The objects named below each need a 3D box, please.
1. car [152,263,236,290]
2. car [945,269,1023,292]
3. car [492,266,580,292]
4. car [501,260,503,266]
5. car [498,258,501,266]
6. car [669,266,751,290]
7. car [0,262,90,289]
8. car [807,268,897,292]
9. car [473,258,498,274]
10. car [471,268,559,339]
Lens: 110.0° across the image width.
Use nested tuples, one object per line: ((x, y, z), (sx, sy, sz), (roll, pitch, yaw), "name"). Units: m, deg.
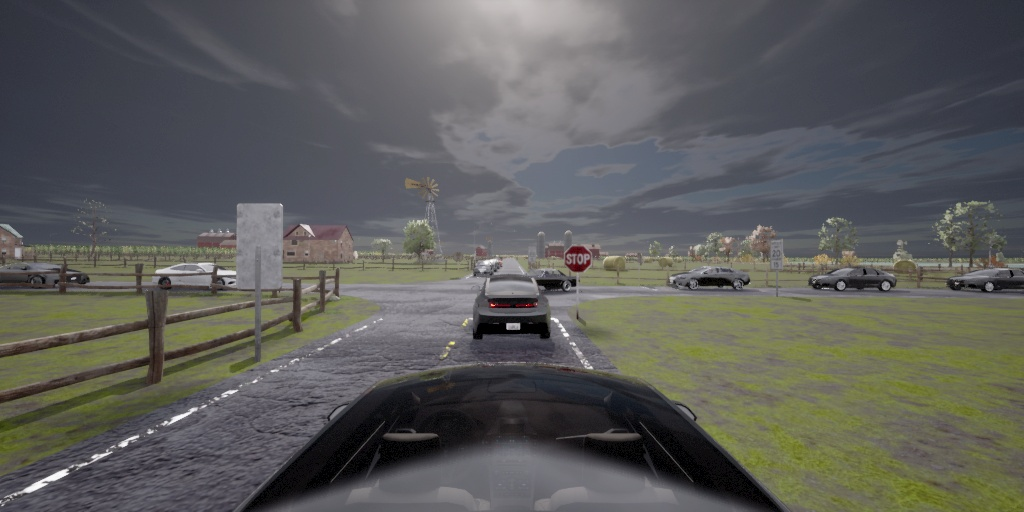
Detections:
((-17.244, 1.104, 20.018), (4.674, 1.442, 1.812), (1, -1, -1), "car")
((31.701, 1.586, 23.630), (4.892, 1.490, 1.837), (1, -1, -1), "car")
((1.499, 1.369, 20.108), (4.718, 1.301, 1.895), (1, 0, -35), "car")
((-2.823, 1.240, 55.736), (2.128, 1.511, 4.902), (0, 0, 0), "car")
((-2.854, 1.241, 46.194), (2.128, 1.511, 4.902), (0, 0, 0), "car")
((12.797, 1.396, 23.337), (4.902, 1.511, 2.128), (1, -1, -2), "car")
((-26.364, 1.048, 19.895), (4.181, 1.385, 1.994), (1, -1, -1), "car")
((22.199, 1.499, 23.508), (4.892, 1.490, 1.837), (1, -1, -1), "car")
((-2.860, 1.243, 36.748), (2.128, 1.511, 4.902), (0, 0, 0), "car")
((-0.075, 1.256, 10.062), (1.837, 1.490, 4.892), (0, 0, -2), "car")
